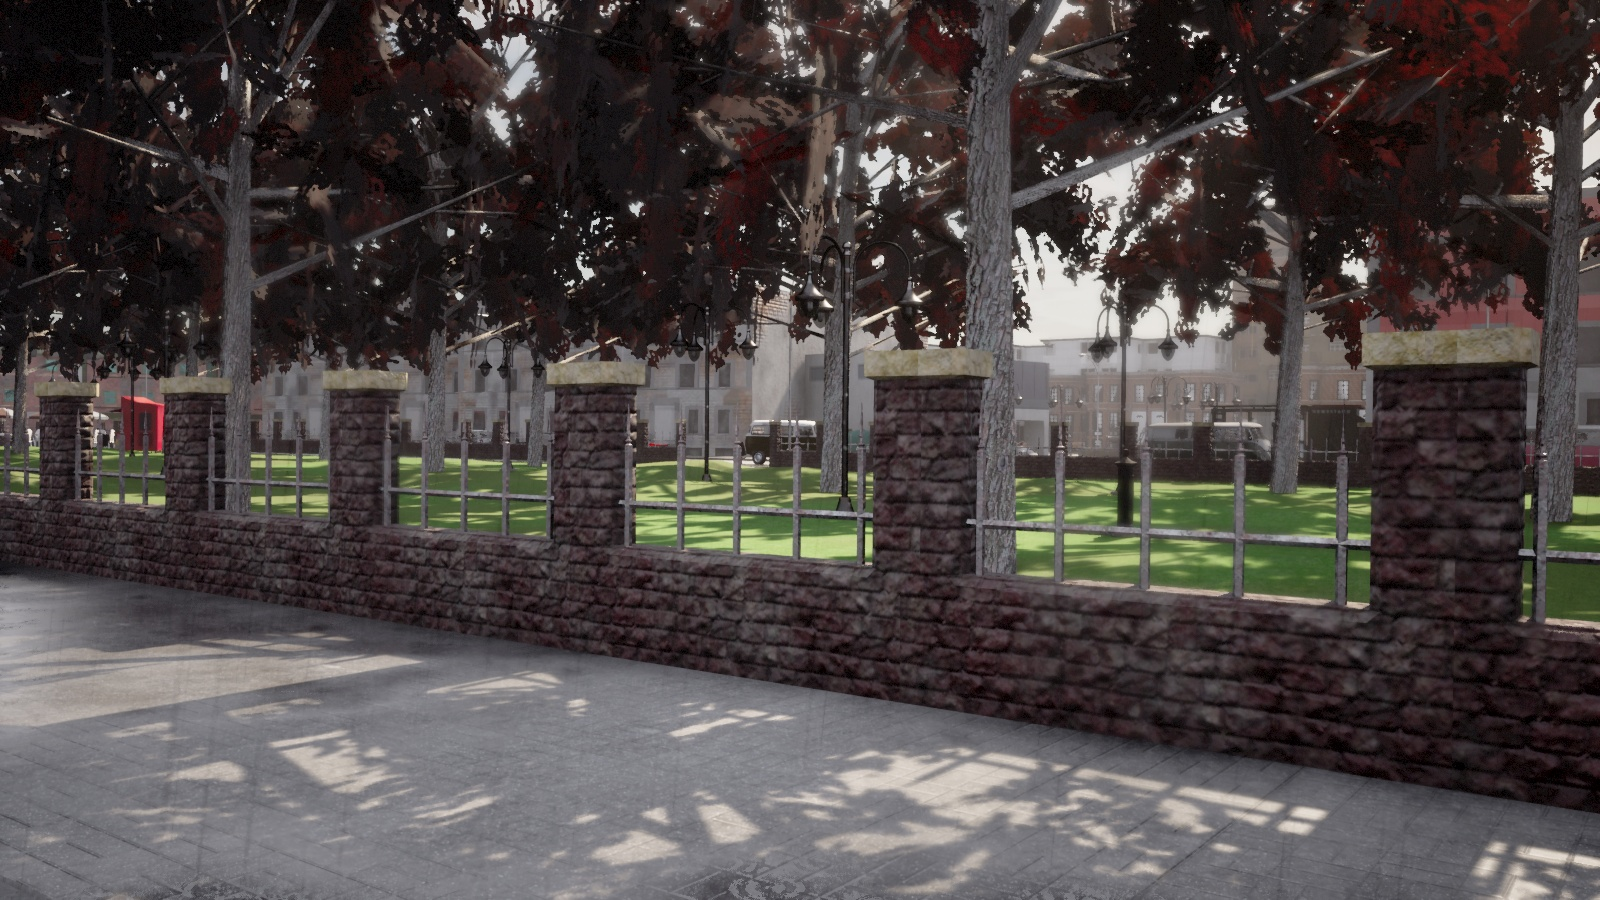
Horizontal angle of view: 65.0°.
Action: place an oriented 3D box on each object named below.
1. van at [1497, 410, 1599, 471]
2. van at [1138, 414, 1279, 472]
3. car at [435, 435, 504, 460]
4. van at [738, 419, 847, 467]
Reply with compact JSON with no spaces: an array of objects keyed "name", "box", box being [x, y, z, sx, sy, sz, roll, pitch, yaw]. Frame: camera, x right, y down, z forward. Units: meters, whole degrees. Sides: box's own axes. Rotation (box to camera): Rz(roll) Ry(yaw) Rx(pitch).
[{"name":"van","box":[25.723,-0.316,41.565,4.442,1.987,1.775,0,1,36]},{"name":"van","box":[14.553,-0.260,44.835,4.442,1.987,1.775,0,1,36]},{"name":"car","box":[-19.773,-0.149,75.103,3.806,1.475,1.970,0,1,36]},{"name":"van","box":[-0.362,-0.304,55.839,4.480,2.038,2.069,0,1,36]}]
